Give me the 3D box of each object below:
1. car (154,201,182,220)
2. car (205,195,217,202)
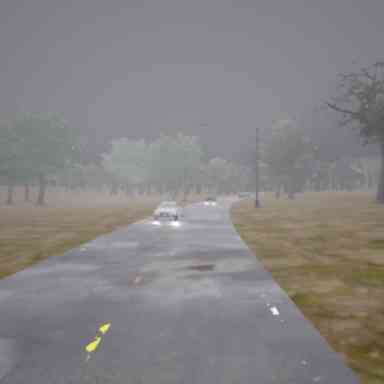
[{"bbox_3d":[-1.909,1.494,27.632,1.812,1.442,4.674,0,0,5],"label":"car"},{"bbox_3d":[3.850,1.363,68.136,1.895,1.301,4.718,0,1,11],"label":"car"}]
